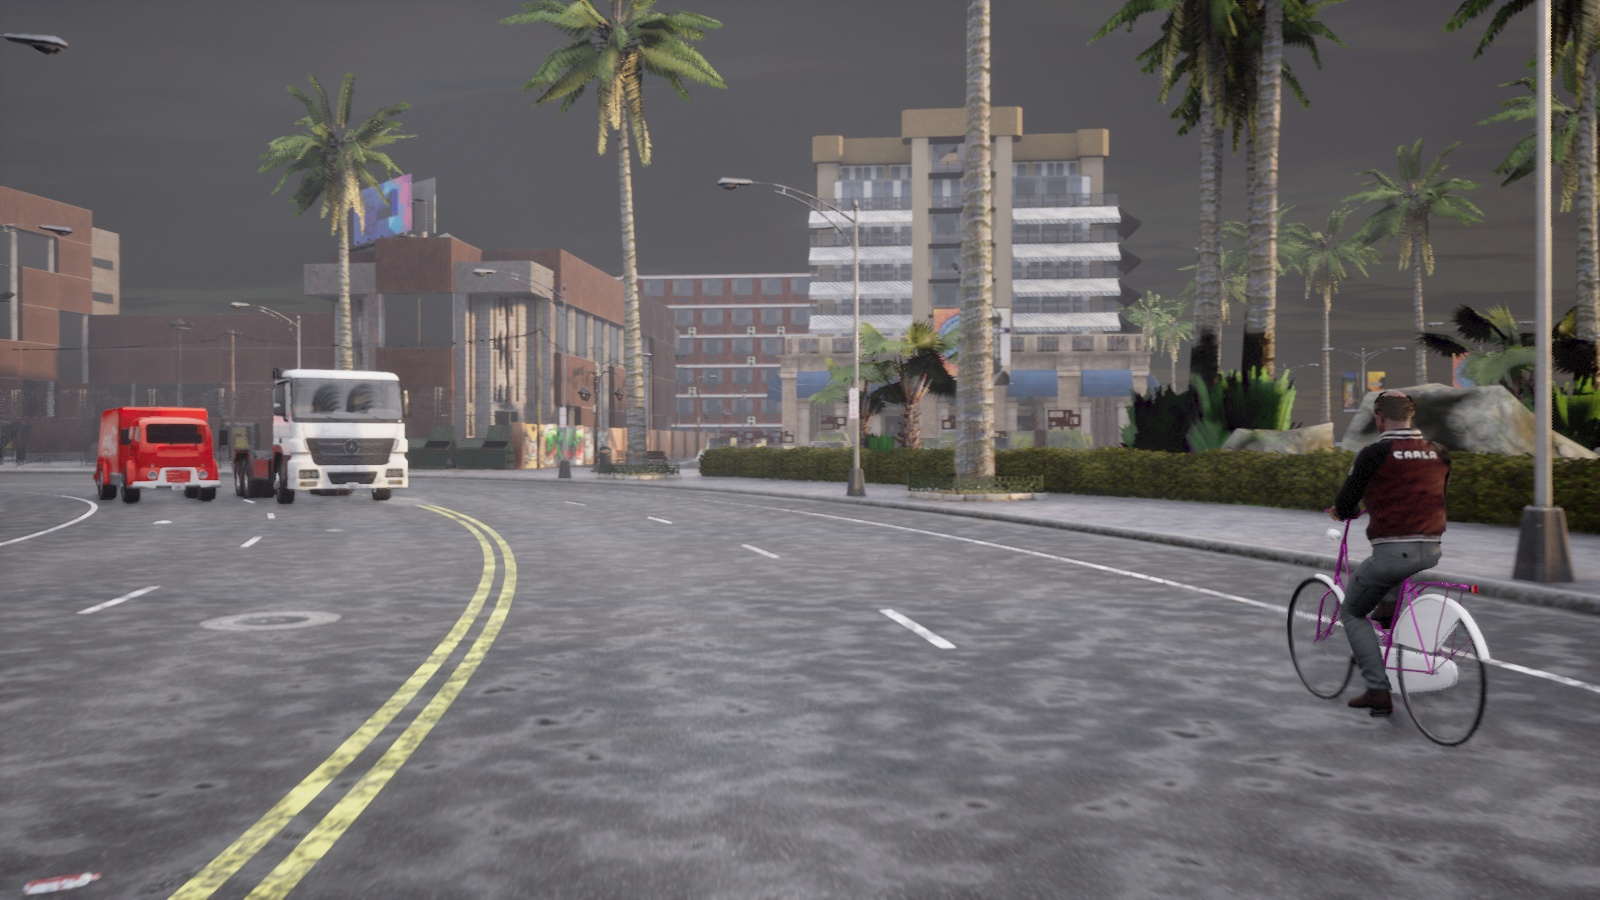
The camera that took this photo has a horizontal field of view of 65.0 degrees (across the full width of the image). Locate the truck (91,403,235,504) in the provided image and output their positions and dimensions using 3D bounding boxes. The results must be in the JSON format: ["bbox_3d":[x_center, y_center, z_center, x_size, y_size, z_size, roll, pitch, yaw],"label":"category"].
[{"bbox_3d":[-17.140,0.071,33.632,2.627,2.467,5.204,0,0,-36],"label":"truck"}]

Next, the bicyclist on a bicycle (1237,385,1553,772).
[{"bbox_3d":[3.062,0.579,6.702,0.659,1.776,1.843,0,1,-6],"label":"bicyclist on a bicycle"}]

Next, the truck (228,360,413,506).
[{"bbox_3d":[-13.186,-0.427,34.029,2.891,3.462,7.936,0,0,-35],"label":"truck"}]
